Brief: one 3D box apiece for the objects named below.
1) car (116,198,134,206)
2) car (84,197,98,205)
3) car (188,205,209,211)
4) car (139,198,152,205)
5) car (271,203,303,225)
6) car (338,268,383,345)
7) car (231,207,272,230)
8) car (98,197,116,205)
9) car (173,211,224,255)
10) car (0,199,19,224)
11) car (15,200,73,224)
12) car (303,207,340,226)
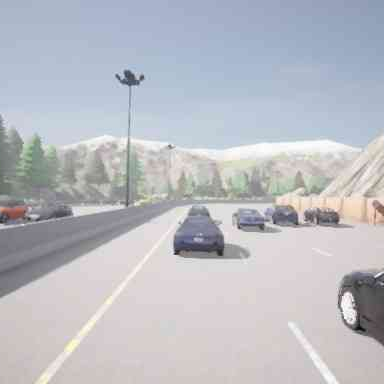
[{"bbox_3d":[-12.643,1.902,65.063,2.033,1.411,5.357,1,-1,3],"label":"car"},{"bbox_3d":[-19.639,1.752,65.460,1.994,1.385,4.181,1,-1,3],"label":"car"},{"bbox_3d":[0.603,1.880,29.666,1.994,1.385,4.181,1,-1,1],"label":"car"},{"bbox_3d":[-9.106,1.916,65.279,1.882,1.535,5.008,1,0,3],"label":"car"},{"bbox_3d":[7.586,1.814,28.646,2.097,1.767,4.553,1,-1,1],"label":"car"},{"bbox_3d":[3.573,1.631,4.239,1.837,1.490,4.892,1,0,1],"label":"car"},{"bbox_3d":[3.989,1.882,24.104,2.033,1.411,5.357,1,-1,1],"label":"car"},{"bbox_3d":[-16.155,1.776,65.040,1.837,1.490,4.892,1,-1,3],"label":"car"},{"bbox_3d":[0.288,1.714,14.050,1.994,1.385,4.181,1,-1,1],"label":"car"},{"bbox_3d":[-13.699,1.291,24.076,2.097,1.767,4.553,1,-1,1],"label":"car"},{"bbox_3d":[-10.203,1.509,24.079,2.128,1.511,4.902,1,-1,1],"label":"car"},{"bbox_3d":[11.087,2.034,28.862,2.128,1.511,4.902,1,-1,1],"label":"car"}]
